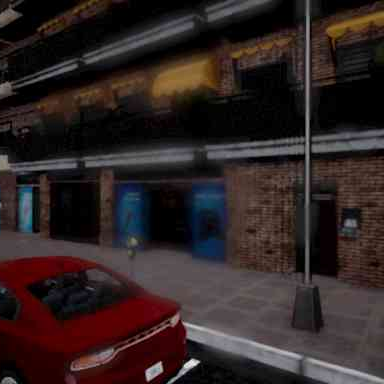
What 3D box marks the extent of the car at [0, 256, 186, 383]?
[{"bbox_3d":[-2.173,1.543,4.421,4.507,1.381,1.887,0,0,35],"label":"car"}]
